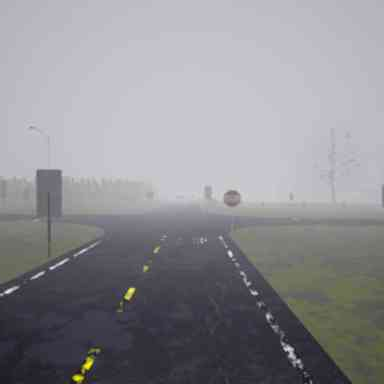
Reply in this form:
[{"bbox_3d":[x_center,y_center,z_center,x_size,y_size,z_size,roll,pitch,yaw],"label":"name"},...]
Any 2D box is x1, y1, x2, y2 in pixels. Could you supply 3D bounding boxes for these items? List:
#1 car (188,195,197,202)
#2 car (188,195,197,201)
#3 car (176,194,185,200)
[{"bbox_3d":[0.067,1.463,72.859,1.882,1.535,5.008,0,0,0],"label":"car"},{"bbox_3d":[0.072,1.452,83.278,2.128,1.511,4.902,0,0,0],"label":"car"},{"bbox_3d":[-2.680,1.204,77.426,1.895,1.301,4.718,0,0,0],"label":"car"}]
